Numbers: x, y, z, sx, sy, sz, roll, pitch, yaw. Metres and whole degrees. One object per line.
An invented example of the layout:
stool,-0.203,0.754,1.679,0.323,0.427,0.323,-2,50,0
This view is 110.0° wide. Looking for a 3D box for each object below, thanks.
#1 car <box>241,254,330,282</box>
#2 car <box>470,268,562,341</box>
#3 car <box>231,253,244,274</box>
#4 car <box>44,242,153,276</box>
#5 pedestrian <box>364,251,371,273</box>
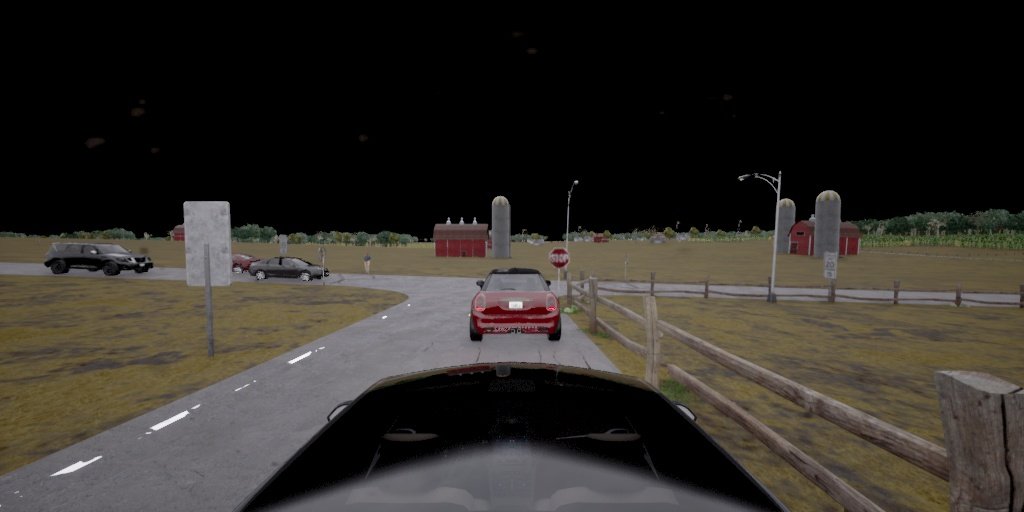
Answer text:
car,-14.775,0.865,23.934,4.892,1.490,1.837,2,3,0
car,0.056,1.094,9.999,2.097,1.767,4.553,0,0,-1
car,-21.272,0.483,26.879,5.008,1.535,1.882,2,3,0
car,-27.469,0.161,23.933,5.566,2.045,2.150,2,3,0
pedestrian,-12.074,0.525,29.864,0.375,1.860,0.375,0,1,0
